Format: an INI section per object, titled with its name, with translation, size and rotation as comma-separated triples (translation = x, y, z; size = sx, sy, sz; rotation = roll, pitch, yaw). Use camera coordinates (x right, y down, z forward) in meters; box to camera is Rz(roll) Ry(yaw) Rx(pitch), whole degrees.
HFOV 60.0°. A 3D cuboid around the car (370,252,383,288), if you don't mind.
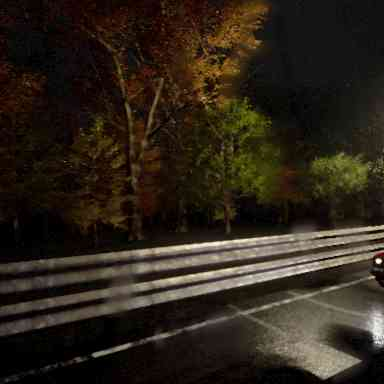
[car]
translation = 6.444, 1.694, 8.296
size = 4.718, 1.301, 1.895
rotation = 1, 0, -36
